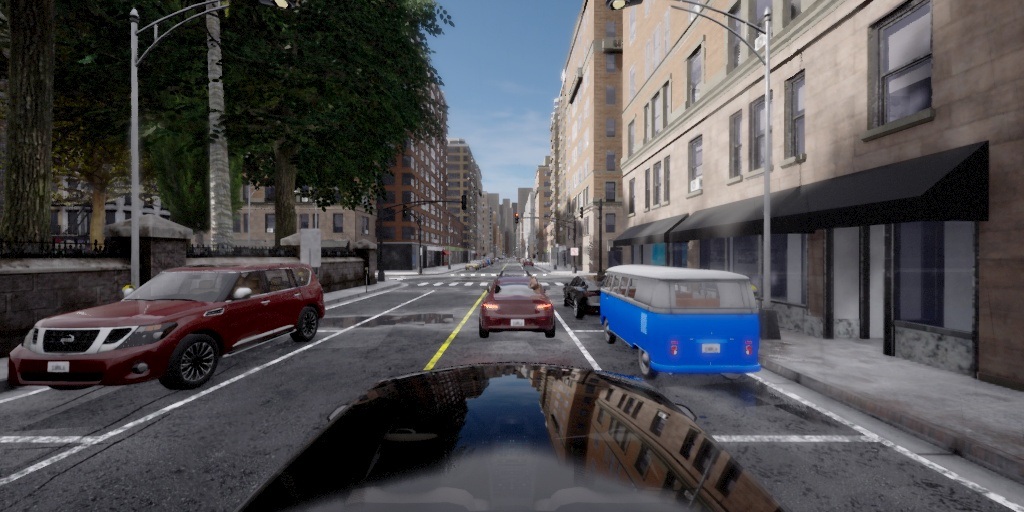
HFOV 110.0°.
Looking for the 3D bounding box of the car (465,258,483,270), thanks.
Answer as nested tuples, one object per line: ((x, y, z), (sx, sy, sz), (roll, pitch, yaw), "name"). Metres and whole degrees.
((-5.539, 1.248, 50.508), (1.751, 1.417, 4.829), (0, 0, 0), "car")

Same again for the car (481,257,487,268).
((-5.524, 1.272, 56.128), (2.007, 1.370, 4.403), (0, 0, 0), "car")

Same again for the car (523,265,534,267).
((0.121, 1.345, 18.870), (1.895, 1.301, 4.718), (0, 0, -1), "car")

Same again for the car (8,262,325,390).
((-5.654, 1.064, 6.989), (2.192, 1.841, 5.009), (0, 0, 0), "car")

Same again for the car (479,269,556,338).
((0.127, 1.274, 10.048), (1.812, 1.442, 4.674), (0, 0, 0), "car")

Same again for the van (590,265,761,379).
((2.870, 1.090, 7.006), (1.690, 1.789, 3.998), (0, 0, 0), "van")

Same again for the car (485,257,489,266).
((-5.510, 1.265, 61.579), (1.888, 1.381, 4.507), (0, 0, 0), "car")

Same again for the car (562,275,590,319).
((2.886, 1.313, 12.667), (1.948, 1.339, 4.313), (0, 0, 0), "car")
